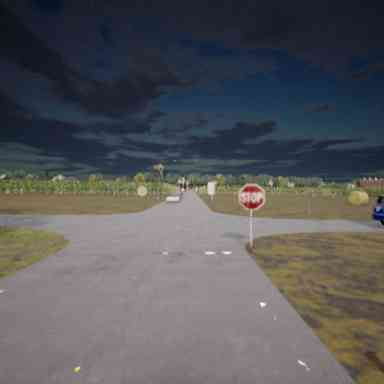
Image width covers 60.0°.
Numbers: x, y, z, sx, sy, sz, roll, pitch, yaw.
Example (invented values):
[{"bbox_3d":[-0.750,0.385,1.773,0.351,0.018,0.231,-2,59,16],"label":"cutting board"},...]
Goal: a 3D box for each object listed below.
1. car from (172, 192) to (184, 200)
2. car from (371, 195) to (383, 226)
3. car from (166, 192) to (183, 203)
[{"bbox_3d":[-2.756,0.730,66.310,2.128,1.511,4.902,0,1,0],"label":"car"},{"bbox_3d":[13.935,1.213,20.153,5.566,2.045,2.150,1,1,0],"label":"car"},{"bbox_3d":[-2.820,0.980,50.062,1.895,1.301,4.718,0,1,0],"label":"car"}]
